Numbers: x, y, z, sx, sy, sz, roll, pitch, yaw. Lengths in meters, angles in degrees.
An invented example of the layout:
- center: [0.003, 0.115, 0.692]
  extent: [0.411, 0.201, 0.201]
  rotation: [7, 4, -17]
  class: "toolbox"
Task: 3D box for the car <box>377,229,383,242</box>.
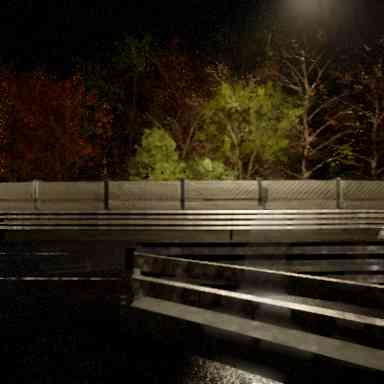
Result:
- center: [8.648, 1.328, 11.019]
  extent: [4.553, 1.767, 2.097]
  rotation: [0, 0, -5]
  class: "car"
